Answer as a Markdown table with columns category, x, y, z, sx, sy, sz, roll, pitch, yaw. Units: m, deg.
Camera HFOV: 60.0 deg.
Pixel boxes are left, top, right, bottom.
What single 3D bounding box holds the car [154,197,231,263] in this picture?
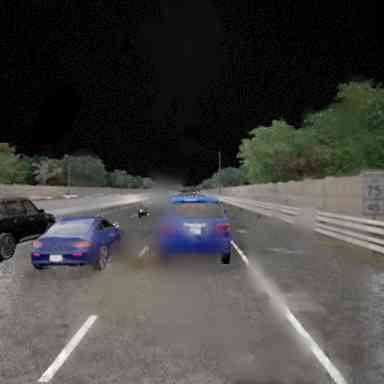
| category | x | y | z | sx | sy | sz | roll | pitch | yaw |
| --- | --- | --- | --- | --- | --- | --- | --- | --- | --- |
| car | 0.105 | 1.174 | 11.880 | 2.150 | 2.045 | 5.566 | 0 | 0 | 0 |

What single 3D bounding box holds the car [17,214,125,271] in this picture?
| category | x | y | z | sx | sy | sz | roll | pitch | yaw |
| --- | --- | --- | --- | --- | --- | --- | --- | --- | --- |
| car | -3.407 | 1.483 | 10.626 | 1.812 | 1.442 | 4.674 | 0 | 0 | 0 |

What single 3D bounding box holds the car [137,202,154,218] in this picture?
| category | x | y | z | sx | sy | sz | roll | pitch | yaw |
| --- | --- | --- | --- | --- | --- | --- | --- | --- | --- |
| car | -3.388 | 1.504 | 28.499 | 1.895 | 1.301 | 4.718 | 0 | 0 | 0 |

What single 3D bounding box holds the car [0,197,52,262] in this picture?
| category | x | y | z | sx | sy | sz | roll | pitch | yaw |
| --- | --- | --- | --- | --- | --- | --- | --- | --- | --- |
| car | -6.895 | 1.174 | 12.063 | 2.150 | 2.045 | 5.566 | 0 | 0 | 0 |

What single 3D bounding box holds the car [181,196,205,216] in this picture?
| category | x | y | z | sx | sy | sz | roll | pitch | yaw |
| --- | --- | --- | --- | --- | --- | --- | --- | --- | --- |
| car | 0.113 | 1.247 | 31.388 | 2.097 | 1.767 | 4.553 | 0 | 0 | 0 |
